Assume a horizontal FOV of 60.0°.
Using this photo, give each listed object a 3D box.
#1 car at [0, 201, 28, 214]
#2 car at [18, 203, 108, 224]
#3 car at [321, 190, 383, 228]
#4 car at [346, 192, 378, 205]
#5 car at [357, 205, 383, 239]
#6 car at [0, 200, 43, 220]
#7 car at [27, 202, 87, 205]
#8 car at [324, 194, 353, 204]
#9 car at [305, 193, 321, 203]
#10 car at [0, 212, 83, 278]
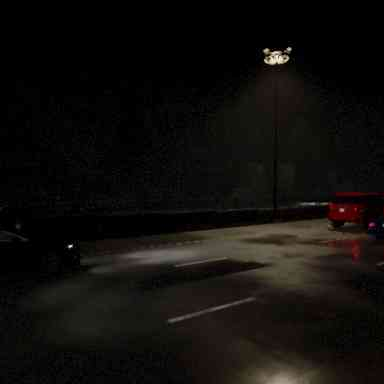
[{"bbox_3d":[-13.180,1.473,24.684,4.902,1.511,2.128,0,0,-35],"label":"car"},{"bbox_3d":[-7.579,1.572,20.081,4.718,1.301,1.895,0,0,-35],"label":"car"},{"bbox_3d":[10.400,1.062,19.744,5.566,2.045,2.150,-1,0,-35],"label":"car"},{"bbox_3d":[23.907,0.878,46.806,5.008,1.535,1.882,-1,1,-35],"label":"car"},{"bbox_3d":[10.100,1.420,15.246,5.357,1.411,2.033,-1,0,-35],"label":"car"},{"bbox_3d":[-15.214,1.473,27.533,4.902,1.511,2.128,0,0,-35],"label":"car"},{"bbox_3d":[-8.658,1.469,23.611,4.892,1.490,1.837,0,0,-35],"label":"car"},{"bbox_3d":[21.890,0.965,49.653,4.181,1.385,1.994,-1,1,-35],"label":"car"},{"bbox_3d":[19.716,0.930,52.396,4.674,1.442,1.812,-1,1,-35],"label":"car"},{"bbox_3d":[-5.426,1.489,8.474,4.902,1.511,2.128,0,0,-35],"label":"car"}]
